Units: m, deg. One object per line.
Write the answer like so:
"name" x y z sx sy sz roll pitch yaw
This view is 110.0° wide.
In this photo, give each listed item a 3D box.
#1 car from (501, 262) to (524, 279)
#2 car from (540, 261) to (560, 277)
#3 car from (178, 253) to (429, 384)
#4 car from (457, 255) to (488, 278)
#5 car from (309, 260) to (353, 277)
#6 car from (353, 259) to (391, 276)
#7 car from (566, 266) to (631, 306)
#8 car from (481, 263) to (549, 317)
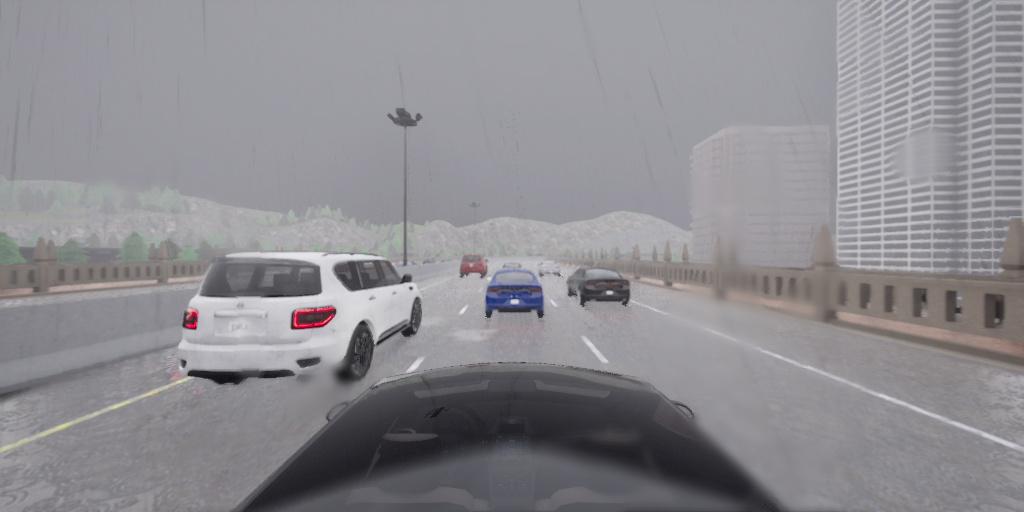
"car" 0.043 1.273 32.396 1.895 1.301 4.718 0 0 0
"car" 3.525 1.190 34.615 1.812 1.442 4.674 0 0 0
"car" -3.421 0.960 7.170 2.150 2.045 5.566 0 0 -1
"car" -3.458 0.894 33.177 2.150 2.045 5.566 0 0 0
"car" -17.652 1.155 35.270 1.882 1.535 5.008 0 0 0
"car" -14.155 1.149 36.526 1.882 1.535 5.008 0 0 0
"car" 3.576 1.190 15.601 1.882 1.535 5.008 0 0 0
"car" 0.079 1.199 13.123 1.882 1.535 5.008 0 0 0
